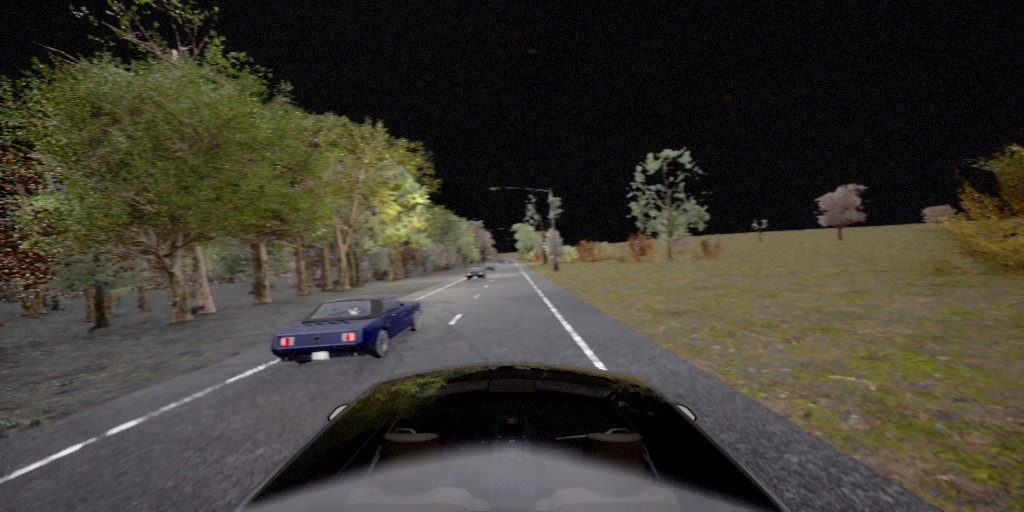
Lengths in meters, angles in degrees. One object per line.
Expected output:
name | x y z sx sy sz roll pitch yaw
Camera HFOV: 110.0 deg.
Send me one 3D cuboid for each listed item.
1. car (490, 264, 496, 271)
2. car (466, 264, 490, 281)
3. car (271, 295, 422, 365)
car | -3.750 1.994 61.444 1.895 1.301 4.718 -4 0 0
car | -3.745 1.857 38.464 1.895 1.301 4.718 -4 0 0
car | -3.740 1.664 9.201 1.895 1.301 4.718 -4 0 0
